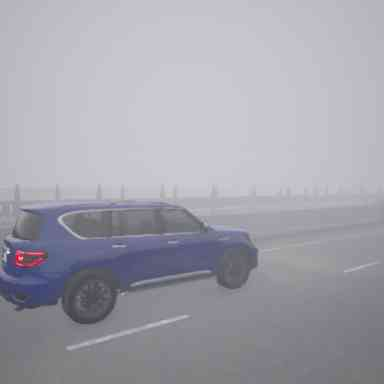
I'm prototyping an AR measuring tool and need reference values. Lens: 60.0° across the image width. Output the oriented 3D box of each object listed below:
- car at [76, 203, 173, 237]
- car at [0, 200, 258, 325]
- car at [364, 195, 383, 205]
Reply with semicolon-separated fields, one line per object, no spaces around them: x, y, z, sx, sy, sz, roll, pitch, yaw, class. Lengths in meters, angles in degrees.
-3.681;1.442;18.681;4.902;1.511;2.128;-1;0;-36;car
-1.045;1.200;7.333;5.566;2.045;2.150;-1;0;-36;car
24.811;1.173;44.313;4.902;1.511;2.128;0;0;-37;car
